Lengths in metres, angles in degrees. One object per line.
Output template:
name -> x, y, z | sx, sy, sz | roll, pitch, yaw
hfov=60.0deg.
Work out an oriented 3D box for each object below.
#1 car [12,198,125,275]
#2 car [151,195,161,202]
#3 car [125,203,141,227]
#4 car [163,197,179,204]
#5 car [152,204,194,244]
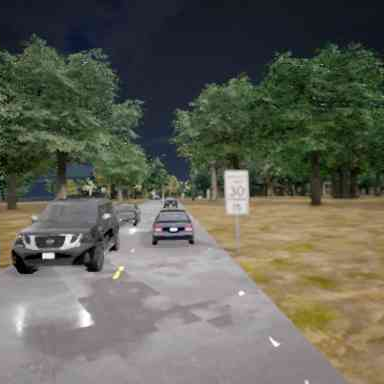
car -> -3.799, 1.258, 11.120 | 2.150, 2.045, 5.566 | -1, 0, -4
car -> -7.954, 1.303, 73.904 | 1.882, 1.535, 5.008 | -1, 0, -4
car -> -4.598, 1.527, 23.172 | 1.837, 1.490, 4.892 | 0, 0, -4
car -> -2.859, 1.457, 44.653 | 1.837, 1.490, 4.892 | -1, 1, -4
car -> -0.907, 1.538, 15.730 | 2.033, 1.411, 5.357 | -1, 0, -4
